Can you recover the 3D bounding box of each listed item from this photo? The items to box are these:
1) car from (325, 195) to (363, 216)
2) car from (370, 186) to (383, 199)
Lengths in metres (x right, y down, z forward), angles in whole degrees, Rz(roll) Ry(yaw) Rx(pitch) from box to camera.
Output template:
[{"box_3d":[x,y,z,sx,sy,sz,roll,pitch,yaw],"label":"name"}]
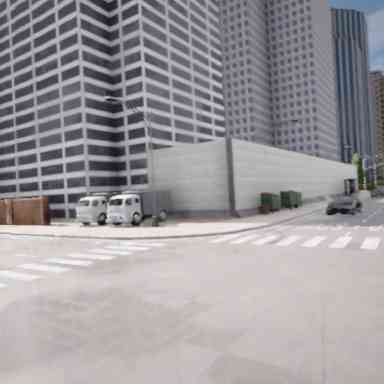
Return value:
[{"box_3d":[11.232,0.961,24.341,2.033,1.411,5.357,-3,0,34],"label":"car"},{"box_3d":[26.406,-0.085,46.790,2.097,1.767,4.553,-3,-1,34],"label":"car"}]
